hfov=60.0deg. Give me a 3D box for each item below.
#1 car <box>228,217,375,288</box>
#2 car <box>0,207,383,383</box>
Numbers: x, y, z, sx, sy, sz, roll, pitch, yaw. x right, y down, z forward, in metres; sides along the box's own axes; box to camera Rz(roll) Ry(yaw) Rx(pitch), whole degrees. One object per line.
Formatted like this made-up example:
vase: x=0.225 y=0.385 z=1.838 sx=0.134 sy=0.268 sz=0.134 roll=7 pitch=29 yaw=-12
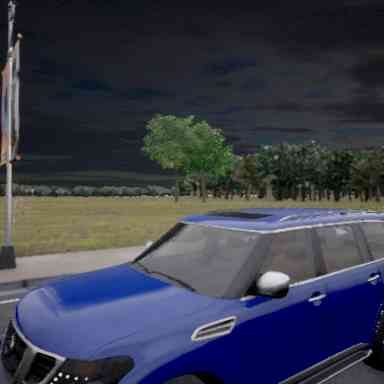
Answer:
car: x=3.466 y=1.615 z=10.119 sx=4.674 sy=1.442 sz=1.812 roll=1 pitch=0 yaw=-35
car: x=0.723 y=1.251 z=4.192 sx=5.566 sy=2.045 sz=2.150 roll=1 pitch=0 yaw=-35
